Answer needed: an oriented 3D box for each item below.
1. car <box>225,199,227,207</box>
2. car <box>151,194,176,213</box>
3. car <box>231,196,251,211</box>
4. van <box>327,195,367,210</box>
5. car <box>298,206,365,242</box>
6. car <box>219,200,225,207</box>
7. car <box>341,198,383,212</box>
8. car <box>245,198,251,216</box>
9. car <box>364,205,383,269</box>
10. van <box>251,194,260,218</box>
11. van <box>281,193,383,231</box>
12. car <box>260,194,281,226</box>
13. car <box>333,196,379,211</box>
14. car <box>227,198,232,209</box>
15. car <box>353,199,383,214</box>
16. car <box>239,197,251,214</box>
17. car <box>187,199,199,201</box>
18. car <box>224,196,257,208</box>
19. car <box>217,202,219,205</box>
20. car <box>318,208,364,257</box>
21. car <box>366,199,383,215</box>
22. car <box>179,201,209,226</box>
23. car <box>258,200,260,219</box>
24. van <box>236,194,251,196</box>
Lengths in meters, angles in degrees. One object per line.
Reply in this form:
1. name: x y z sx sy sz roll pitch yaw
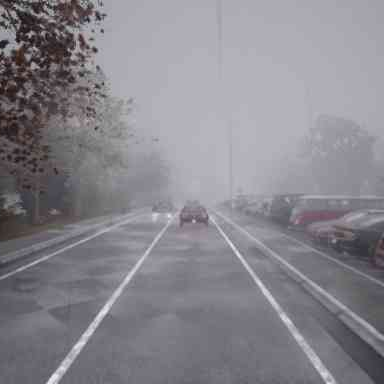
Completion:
1. car: 7.144 1.598 43.999 4.792 1.488 2.163 0 -1 0
2. car: -3.315 1.253 38.255 2.150 2.045 5.566 0 0 0
3. car: 7.104 1.495 35.671 5.008 1.535 2.097 0 -1 0
4. van: 20.311 1.340 43.772 4.442 1.987 1.878 0 0 0
5. car: 7.059 1.444 13.483 4.674 1.452 2.002 0 0 0
6. car: 7.092 1.342 46.778 5.566 2.045 2.435 0 -1 0
7. car: 20.179 1.518 38.355 5.008 1.535 2.097 0 -1 0
8. car: 7.085 1.462 27.343 4.674 1.452 2.002 0 -1 0
9. car: 7.014 1.318 7.929 4.553 1.767 2.185 0 0 0
10. van: 6.961 1.171 24.569 4.442 1.987 1.878 0 -1 0
11. van: 6.945 1.158 16.257 4.442 1.987 1.878 0 0 0
12. car: 7.095 1.112 19.033 5.566 2.045 2.435 0 0 0
13. car: 20.157 1.415 41.002 4.553 1.767 2.185 0 0 0
14. car: 7.112 1.584 41.224 4.674 1.452 2.002 0 -1 0
15. car: 20.173 1.492 35.460 5.008 1.535 2.097 0 0 0
16. car: 7.058 1.476 30.121 4.792 1.488 2.163 0 0 0
17. car: 0.134 1.553 41.534 2.128 1.511 4.902 0 0 0
18. car: 7.157 1.495 49.549 4.553 1.767 2.185 0 -1 0
19. car: 7.142 1.694 55.096 4.892 1.521 2.231 0 -1 0
20. car: 7.045 1.423 10.707 5.008 1.535 2.097 0 0 0
21. car: 20.167 1.469 32.689 4.892 1.521 2.231 0 0 0
22. car: 0.112 1.546 22.936 1.895 1.301 4.718 0 0 -1
23. car: 7.101 1.402 21.785 4.792 1.488 2.163 0 0 0
24. van: 7.221 1.294 38.450 4.442 1.987 1.878 0 -1 0
